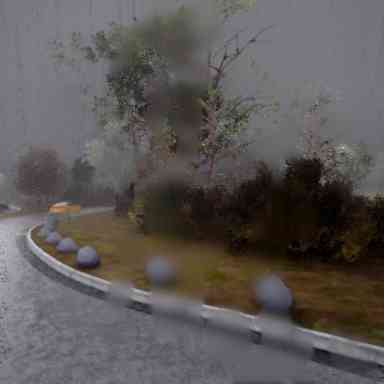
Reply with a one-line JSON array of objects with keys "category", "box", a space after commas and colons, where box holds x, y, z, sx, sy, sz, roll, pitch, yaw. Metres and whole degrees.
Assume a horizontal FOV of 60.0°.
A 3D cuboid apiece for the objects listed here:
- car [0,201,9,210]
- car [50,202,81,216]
[{"category": "car", "box": [-28.915, 2.031, 50.600, 1.895, 1.301, 4.718, 0, 0, -29]}, {"category": "car", "box": [-14.747, 1.912, 39.125, 1.882, 1.535, 5.008, 0, 1, 5]}]
